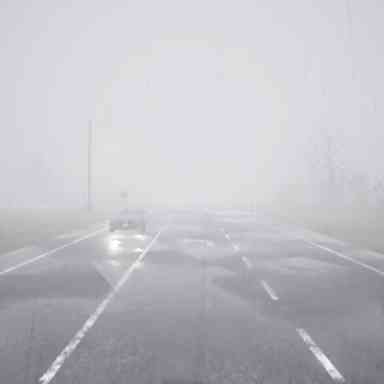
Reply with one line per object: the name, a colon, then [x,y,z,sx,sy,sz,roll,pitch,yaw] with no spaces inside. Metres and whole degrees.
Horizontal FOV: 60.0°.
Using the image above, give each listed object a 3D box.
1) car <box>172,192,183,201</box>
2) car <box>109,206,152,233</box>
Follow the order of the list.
car: [-3.379,1.088,78.802,2.150,2.045,5.566,0,0,0]
car: [-3.497,1.545,19.467,1.994,1.385,4.181,0,0,0]
